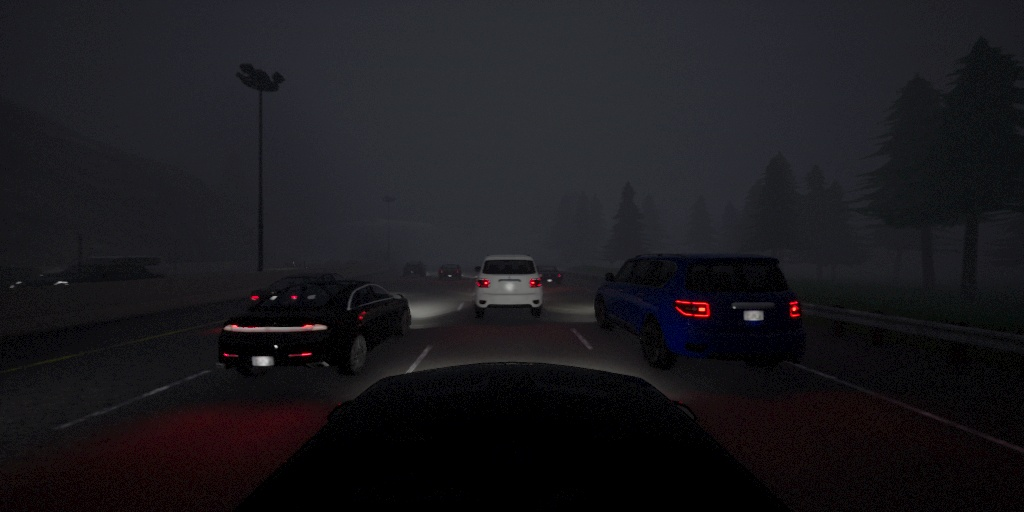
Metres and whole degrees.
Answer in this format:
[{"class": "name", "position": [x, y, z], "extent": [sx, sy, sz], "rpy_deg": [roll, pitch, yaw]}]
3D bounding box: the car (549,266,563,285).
[{"class": "car", "position": [2.302, 1.350, 26.273], "extent": [1.895, 1.301, 4.718], "rpy_deg": [0, 0, -6]}]

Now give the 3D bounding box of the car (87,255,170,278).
[{"class": "car", "position": [-21.853, 0.973, 19.605], "extent": [2.150, 2.045, 5.566], "rpy_deg": [0, 0, -5]}]

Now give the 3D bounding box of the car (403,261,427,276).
[{"class": "car", "position": [-9.466, 1.242, 35.102], "extent": [2.128, 1.511, 4.902], "rpy_deg": [0, 0, -9]}]

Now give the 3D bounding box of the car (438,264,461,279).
[{"class": "car", "position": [-5.431, 1.351, 31.809], "extent": [1.895, 1.301, 4.718], "rpy_deg": [0, 0, -8]}]

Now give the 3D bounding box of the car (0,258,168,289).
[{"class": "car", "position": [-18.066, 1.103, 15.428], "extent": [2.097, 1.767, 4.553], "rpy_deg": [0, 0, -4]}]

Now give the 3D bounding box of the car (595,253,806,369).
[{"class": "car", "position": [3.495, 0.971, 7.968], "extent": [2.150, 2.045, 5.566], "rpy_deg": [0, 0, -1]}]

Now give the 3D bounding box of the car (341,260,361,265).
[{"class": "car", "position": [-25.037, 1.315, 56.587], "extent": [1.994, 1.385, 4.181], "rpy_deg": [0, 0, -15]}]

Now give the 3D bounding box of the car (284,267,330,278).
[{"class": "car", "position": [-7.186, 1.298, 13.189], "extent": [2.033, 1.411, 5.357], "rpy_deg": [0, 0, -3]}]

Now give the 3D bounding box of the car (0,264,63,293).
[{"class": "car", "position": [-28.921, 1.243, 19.868], "extent": [2.128, 1.511, 4.902], "rpy_deg": [0, 0, -5]}]

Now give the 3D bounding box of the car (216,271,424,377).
[{"class": "car", "position": [-3.502, 1.242, 7.384], "extent": [2.128, 1.511, 4.902], "rpy_deg": [0, 0, -1]}]

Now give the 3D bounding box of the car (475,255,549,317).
[{"class": "car", "position": [-0.199, 0.971, 13.272], "extent": [2.150, 2.045, 5.566], "rpy_deg": [0, 0, -3]}]
